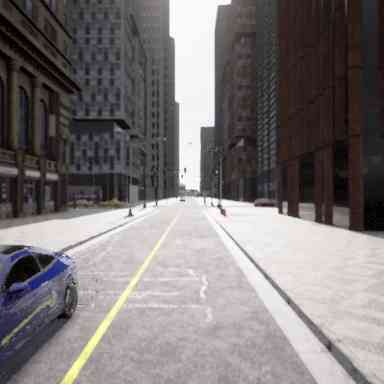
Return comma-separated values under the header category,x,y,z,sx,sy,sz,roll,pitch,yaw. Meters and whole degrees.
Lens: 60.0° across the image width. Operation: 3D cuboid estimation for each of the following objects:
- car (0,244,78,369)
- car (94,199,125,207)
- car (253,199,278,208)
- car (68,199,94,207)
category,x,y,z,sx,sy,sz,roll,pitch,yaw
car,-3.099,1.564,4.779,1.812,1.442,4.674,0,0,0
car,-14.994,2.037,61.645,4.829,1.417,1.752,0,0,0
car,11.914,1.786,52.948,4.097,1.590,1.967,0,0,0
car,-20.596,2.053,61.681,4.829,1.417,1.752,0,0,0
